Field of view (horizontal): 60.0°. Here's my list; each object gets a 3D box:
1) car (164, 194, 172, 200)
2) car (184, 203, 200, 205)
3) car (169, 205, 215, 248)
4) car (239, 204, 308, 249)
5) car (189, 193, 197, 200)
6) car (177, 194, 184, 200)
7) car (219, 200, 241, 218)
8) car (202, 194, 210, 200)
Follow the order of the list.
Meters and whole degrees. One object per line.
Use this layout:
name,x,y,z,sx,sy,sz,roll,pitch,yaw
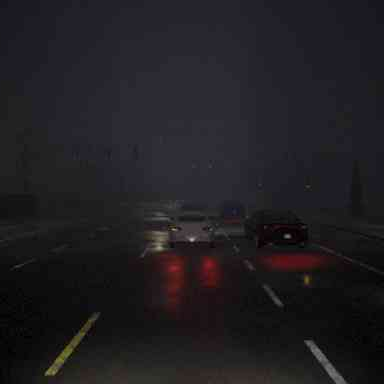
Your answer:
car,-6.686,1.432,92.846,1.882,1.535,5.008,0,0,1
car,-0.007,1.615,29.689,1.895,1.301,4.718,0,0,0
car,0.000,1.531,14.650,1.812,1.442,4.674,0,0,0
car,3.500,1.483,14.650,1.882,1.535,5.008,0,0,0
car,0.233,1.524,87.685,1.895,1.301,4.718,0,0,1
car,-3.186,1.432,92.791,1.882,1.535,5.008,0,0,1
car,3.493,1.483,29.677,1.882,1.535,5.008,0,0,0
car,3.732,1.406,87.600,1.882,1.535,5.008,0,0,1
